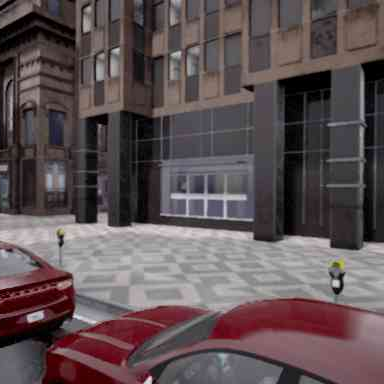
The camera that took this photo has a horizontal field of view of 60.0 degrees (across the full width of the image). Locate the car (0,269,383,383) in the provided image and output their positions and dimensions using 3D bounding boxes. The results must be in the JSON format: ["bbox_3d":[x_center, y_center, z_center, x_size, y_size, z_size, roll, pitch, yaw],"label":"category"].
[{"bbox_3d":[0.662,1.542,2.487,4.507,1.381,1.887,0,0,35],"label":"car"}]

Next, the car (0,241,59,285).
[{"bbox_3d":[-3.900,1.519,5.739,4.507,1.381,1.887,0,0,35],"label":"car"}]
